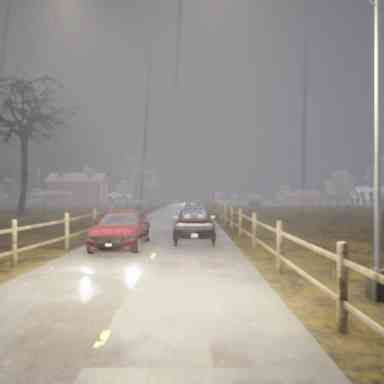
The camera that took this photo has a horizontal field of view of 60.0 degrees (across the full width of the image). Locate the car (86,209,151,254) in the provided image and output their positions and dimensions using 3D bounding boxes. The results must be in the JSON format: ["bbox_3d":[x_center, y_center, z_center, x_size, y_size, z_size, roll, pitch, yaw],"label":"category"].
[{"bbox_3d":[-2.847,1.505,13.785,1.882,1.535,5.008,0,1,0],"label":"car"}]

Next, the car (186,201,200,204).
[{"bbox_3d":[0.102,1.658,34.729,2.033,1.411,5.357,0,0,0],"label":"car"}]

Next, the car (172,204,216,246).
[{"bbox_3d":[0.099,1.524,15.584,2.128,1.511,4.902,0,0,0],"label":"car"}]
